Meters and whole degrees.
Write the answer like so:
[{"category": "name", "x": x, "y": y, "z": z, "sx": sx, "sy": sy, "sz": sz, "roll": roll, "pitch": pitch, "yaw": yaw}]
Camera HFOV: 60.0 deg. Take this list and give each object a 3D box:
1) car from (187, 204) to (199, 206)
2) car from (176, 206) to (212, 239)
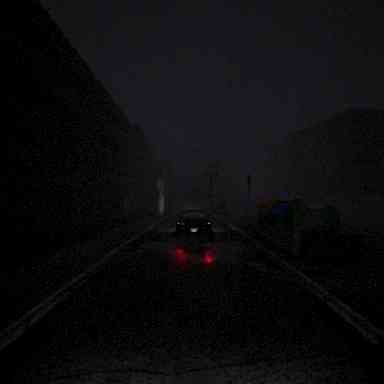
[{"category": "car", "x": 0.097, "y": 2.027, "z": 34.286, "sx": 1.882, "sy": 1.535, "sz": 5.008, "roll": 0, "pitch": -2, "yaw": 0}, {"category": "car", "x": 0.084, "y": 1.663, "z": 18.027, "sx": 1.812, "sy": 1.442, "sz": 4.674, "roll": 0, "pitch": -1, "yaw": 0}]
